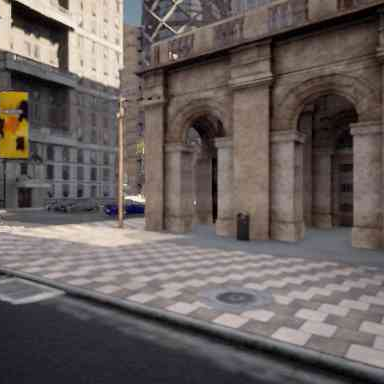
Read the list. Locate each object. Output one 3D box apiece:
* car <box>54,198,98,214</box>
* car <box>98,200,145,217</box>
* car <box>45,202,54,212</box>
[{"bbox_3d":[-11.892,1.538,35.254,1.994,1.385,4.181,0,0,35],"label":"car"},{"bbox_3d":[-5.944,1.459,31.252,1.882,1.535,5.008,0,0,35],"label":"car"},{"bbox_3d":[-14.271,1.464,37.951,2.128,1.511,4.902,0,0,35],"label":"car"}]
